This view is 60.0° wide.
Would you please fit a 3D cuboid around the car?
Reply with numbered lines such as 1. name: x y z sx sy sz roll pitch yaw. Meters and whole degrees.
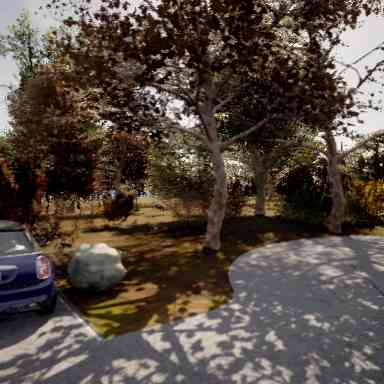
1. car: -4.376 1.353 6.905 2.185 1.767 4.553 0 0 -36
